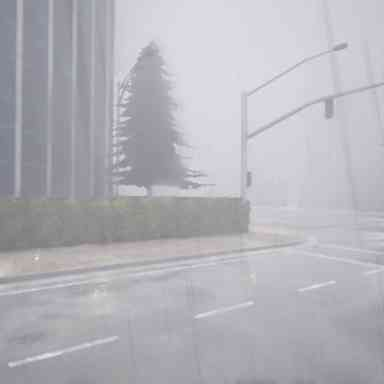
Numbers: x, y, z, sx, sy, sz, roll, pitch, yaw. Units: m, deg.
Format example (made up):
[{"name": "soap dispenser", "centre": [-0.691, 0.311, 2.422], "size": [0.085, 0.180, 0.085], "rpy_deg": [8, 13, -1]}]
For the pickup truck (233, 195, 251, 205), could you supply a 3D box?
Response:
[{"name": "pickup truck", "centre": [9.514, 1.557, 64.092], "size": [2.390, 2.098, 6.274], "rpy_deg": [1, 0, -6]}]
